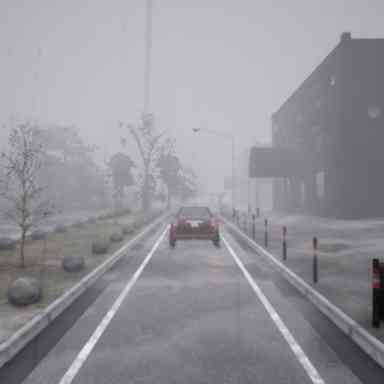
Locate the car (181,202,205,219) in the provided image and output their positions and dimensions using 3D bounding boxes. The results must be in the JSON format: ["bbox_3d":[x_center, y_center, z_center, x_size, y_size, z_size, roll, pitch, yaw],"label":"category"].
[{"bbox_3d":[0.103,1.666,31.110,2.033,1.411,5.357,0,-1,0],"label":"car"}]

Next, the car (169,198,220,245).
[{"bbox_3d":[0.100,1.357,15.643,2.097,1.767,4.553,0,0,0],"label":"car"}]

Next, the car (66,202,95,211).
[{"bbox_3d":[-17.547,2.315,52.497,1.812,1.442,4.674,-2,-3,43],"label":"car"}]
